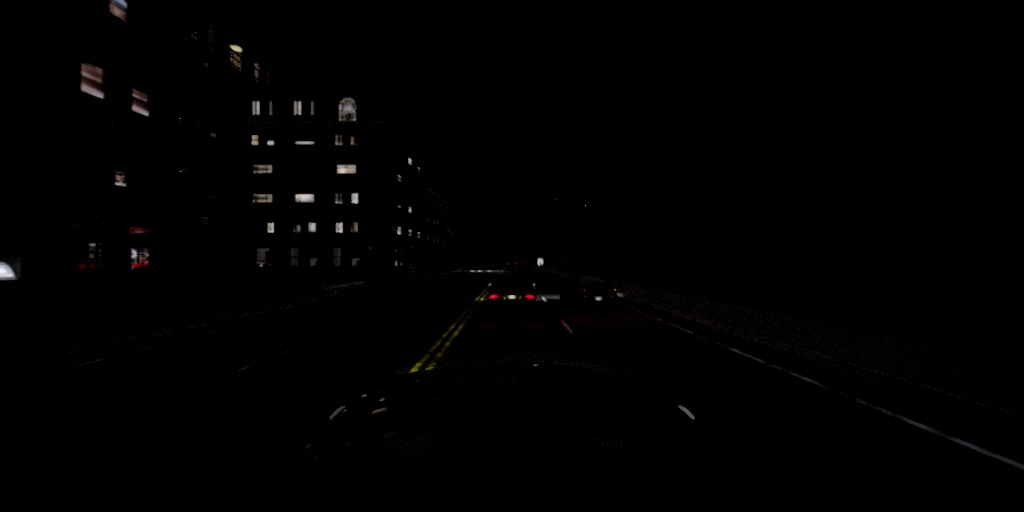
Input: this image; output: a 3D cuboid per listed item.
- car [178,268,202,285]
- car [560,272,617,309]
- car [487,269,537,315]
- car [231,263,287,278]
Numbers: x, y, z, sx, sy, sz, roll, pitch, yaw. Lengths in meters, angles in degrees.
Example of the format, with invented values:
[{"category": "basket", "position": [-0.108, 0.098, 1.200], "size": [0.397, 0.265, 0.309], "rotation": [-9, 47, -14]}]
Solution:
[{"category": "car", "position": [-23.324, 1.268, 23.923], "size": [4.507, 1.381, 1.888], "rotation": [0, 0, -1]}, {"category": "car", "position": [3.261, 1.423, 15.741], "size": [1.812, 1.442, 4.674], "rotation": [0, 0, 0]}, {"category": "car", "position": [-0.001, 1.430, 14.355], "size": [2.033, 1.411, 5.357], "rotation": [0, -1, 0]}, {"category": "car", "position": [-22.826, 1.293, 32.355], "size": [4.403, 1.370, 2.007], "rotation": [0, 0, -1]}]
